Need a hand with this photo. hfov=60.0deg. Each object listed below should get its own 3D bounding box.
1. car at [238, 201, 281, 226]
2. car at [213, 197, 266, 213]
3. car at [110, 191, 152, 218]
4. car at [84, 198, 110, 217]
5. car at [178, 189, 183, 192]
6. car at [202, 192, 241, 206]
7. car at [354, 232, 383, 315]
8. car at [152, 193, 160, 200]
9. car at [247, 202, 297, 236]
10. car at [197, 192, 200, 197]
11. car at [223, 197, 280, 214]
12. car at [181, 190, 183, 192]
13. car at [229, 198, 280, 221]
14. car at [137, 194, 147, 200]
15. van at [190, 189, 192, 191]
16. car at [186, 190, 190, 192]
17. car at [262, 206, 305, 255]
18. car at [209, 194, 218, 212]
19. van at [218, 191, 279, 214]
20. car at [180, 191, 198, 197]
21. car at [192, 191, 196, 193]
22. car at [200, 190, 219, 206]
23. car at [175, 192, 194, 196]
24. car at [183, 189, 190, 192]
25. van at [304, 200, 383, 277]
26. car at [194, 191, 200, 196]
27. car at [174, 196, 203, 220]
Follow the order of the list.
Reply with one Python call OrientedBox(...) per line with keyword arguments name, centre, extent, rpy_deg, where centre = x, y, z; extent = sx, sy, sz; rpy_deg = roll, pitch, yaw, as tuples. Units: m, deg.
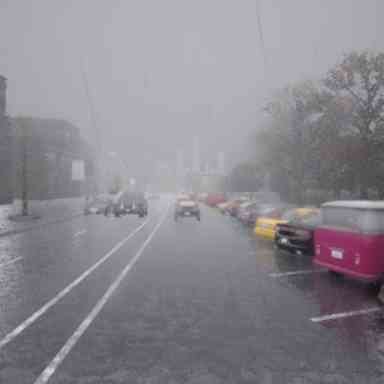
OrientedBox(name="car", centre=(5.071, 1.375, 17.283), extent=(4.674, 1.452, 2.002), rpy_deg=(1, 0, -22))
OrientedBox(name="car", centre=(4.566, 1.221, 32.086), extent=(4.674, 1.452, 2.002), rpy_deg=(0, 1, -23))
OrientedBox(name="car", centre=(-4.816, 0.973, 27.109), extent=(2.150, 2.045, 5.566), rpy_deg=(0, 1, -2))
OrientedBox(name="car", centre=(-7.658, 1.236, 28.039), extent=(2.128, 1.511, 4.902), rpy_deg=(0, 1, -2))
OrientedBox(name="car", centre=(-0.067, 0.495, 88.349), extent=(5.566, 2.045, 2.435), rpy_deg=(0, 1, -27))
OrientedBox(name="car", centre=(3.909, 0.945, 43.943), extent=(4.553, 1.767, 2.185), rpy_deg=(1, 0, -24))
OrientedBox(name="car", centre=(5.279, 1.483, 5.400), extent=(4.674, 1.452, 2.002), rpy_deg=(1, 1, -21))
OrientedBox(name="car", centre=(-7.408, 0.971, 67.781), extent=(2.033, 1.411, 5.357), rpy_deg=(0, 0, -5))
OrientedBox(name="car", centre=(5.322, 1.363, 14.380), extent=(5.366, 1.575, 1.946), rpy_deg=(1, 0, -22))
OrientedBox(name="car", centre=(3.763, 1.047, 46.915), extent=(4.892, 1.521, 2.231), rpy_deg=(1, 1, -24))
OrientedBox(name="car", centre=(4.907, 1.312, 23.183), extent=(4.674, 1.452, 2.002), rpy_deg=(0, 0, -22))
OrientedBox(name="car", centre=(0.591, 0.806, 82.428), extent=(5.008, 1.535, 2.097), rpy_deg=(0, 0, -27))
OrientedBox(name="car", centre=(4.977, 1.344, 20.229), extent=(4.674, 1.452, 2.002), rpy_deg=(0, 1, -21))
OrientedBox(name="car", centre=(-10.314, 1.015, 68.722), extent=(1.895, 1.301, 4.718), rpy_deg=(0, 0, -5))
OrientedBox(name="van", centre=(2.493, 0.690, 64.746), extent=(4.442, 1.987, 1.878), rpy_deg=(1, 0, -25))
OrientedBox(name="car", centre=(1.844, 0.878, 70.604), extent=(5.008, 1.535, 2.097), rpy_deg=(1, 1, -26))
OrientedBox(name="car", centre=(5.197, 1.392, 11.344), extent=(5.008, 1.535, 2.097), rpy_deg=(1, 0, -21))
OrientedBox(name="car", centre=(4.520, 1.205, 29.046), extent=(5.366, 1.575, 1.946), rpy_deg=(1, 1, -23))
OrientedBox(name="van", centre=(4.702, 1.014, 26.100), extent=(4.442, 1.987, 1.878), rpy_deg=(1, 1, -22))
OrientedBox(name="car", centre=(-0.858, 0.520, 94.222), extent=(4.553, 1.767, 2.185), rpy_deg=(0, 1, -28))
OrientedBox(name="car", centre=(3.116, 0.976, 55.810), extent=(5.008, 1.535, 2.097), rpy_deg=(1, 0, -25))
OrientedBox(name="car", centre=(4.305, 0.873, 38.033), extent=(5.566, 2.045, 2.435), rpy_deg=(1, 0, -23))
OrientedBox(name="car", centre=(-1.181, 1.087, 41.719), extent=(1.882, 1.535, 5.008), rpy_deg=(0, 1, -3))
OrientedBox(name="car", centre=(0.953, 0.699, 79.482), extent=(4.553, 1.767, 2.185), rpy_deg=(0, 1, -26))
OrientedBox(name="van", centre=(5.356, 1.194, 8.416), extent=(4.442, 1.987, 1.878), rpy_deg=(1, 0, -21))
OrientedBox(name="car", centre=(3.316, 1.028, 52.833), extent=(4.792, 1.488, 2.163), rpy_deg=(1, 1, -24))
OrientedBox(name="car", centre=(-0.396, 1.294, 25.080), extent=(1.812, 1.442, 4.674), rpy_deg=(0, 1, -2))
